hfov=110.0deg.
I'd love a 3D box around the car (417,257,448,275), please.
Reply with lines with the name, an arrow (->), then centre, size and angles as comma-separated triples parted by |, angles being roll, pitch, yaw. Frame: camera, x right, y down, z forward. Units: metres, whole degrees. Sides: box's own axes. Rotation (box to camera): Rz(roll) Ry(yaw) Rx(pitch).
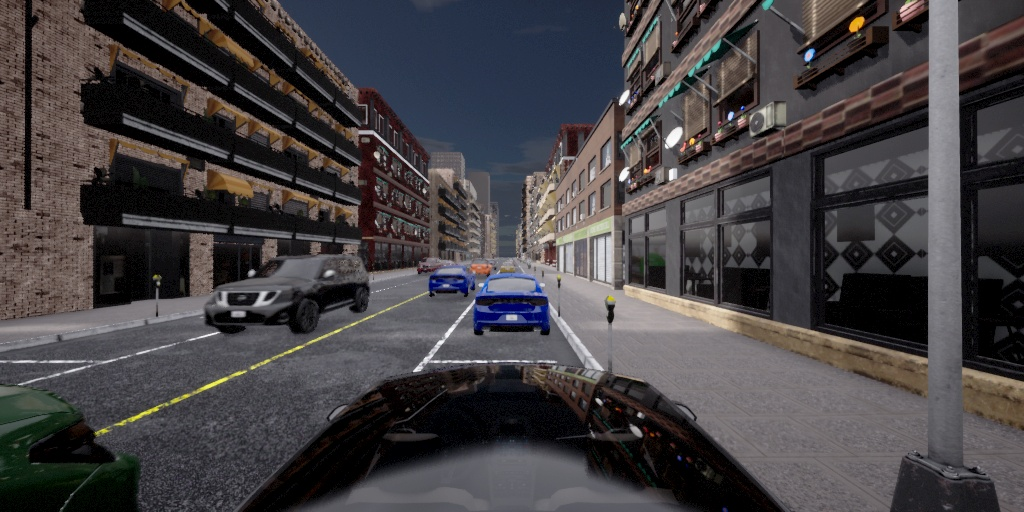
car -> -8.837, 1.064, 39.007 | 2.192, 1.841, 5.009 | 0, 0, 0

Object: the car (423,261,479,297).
car -> -3.043, 1.228, 19.020 | 1.882, 1.535, 5.008 | 0, 0, 0

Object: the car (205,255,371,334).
car -> -6.246, 0.972, 10.949 | 2.150, 2.045, 5.566 | 0, 0, 0

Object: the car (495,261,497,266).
car -> -3.044, 1.295, 51.446 | 2.033, 1.411, 5.357 | 0, 0, 0

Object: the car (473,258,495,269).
car -> -3.146, 1.102, 36.484 | 2.097, 1.767, 4.553 | 0, 0, 0

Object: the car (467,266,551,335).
car -> -0.005, 1.228, 10.499 | 1.882, 1.535, 5.008 | 0, 0, 0

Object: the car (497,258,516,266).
car -> -0.456, 1.275, 39.173 | 1.751, 1.417, 4.829 | 0, 0, 0
